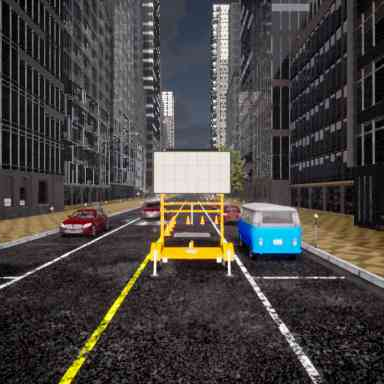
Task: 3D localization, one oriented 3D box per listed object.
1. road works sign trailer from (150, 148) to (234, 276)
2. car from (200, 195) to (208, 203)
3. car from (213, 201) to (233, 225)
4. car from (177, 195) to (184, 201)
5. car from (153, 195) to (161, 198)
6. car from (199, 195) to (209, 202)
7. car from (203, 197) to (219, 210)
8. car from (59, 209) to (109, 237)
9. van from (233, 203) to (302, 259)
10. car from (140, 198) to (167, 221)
[{"bbox_3d":[0.003,0.462,10.307,2.380,3.560,2.880,0,0,0],"label":"road works sign trailer"},{"bbox_3d":[2.708,1.532,52.134,2.008,1.369,4.403,0,0,0],"label":"car"},{"bbox_3d":[2.698,1.576,23.671,1.802,1.307,4.206,0,0,0],"label":"car"},{"bbox_3d":[-2.972,1.471,85.964,2.033,1.411,5.357,0,0,0],"label":"car"},{"bbox_3d":[-5.675,1.538,46.448,2.008,1.369,4.403,0,0,0],"label":"car"},{"bbox_3d":[2.716,1.384,74.904,1.967,1.590,4.097,0,0,0],"label":"car"},{"bbox_3d":[2.704,1.572,40.749,1.802,1.307,4.206,0,0,0],"label":"car"},{"bbox_3d":[-5.685,1.578,17.985,1.802,1.307,4.206,0,0,0],"label":"car"},{"bbox_3d":[2.694,1.338,12.287,1.690,1.788,3.998,0,0,0],"label":"van"},{"bbox_3d":[-3.091,1.519,27.613,1.812,1.442,4.674,0,0,0],"label":"car"}]
